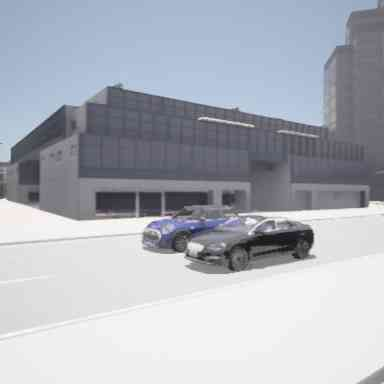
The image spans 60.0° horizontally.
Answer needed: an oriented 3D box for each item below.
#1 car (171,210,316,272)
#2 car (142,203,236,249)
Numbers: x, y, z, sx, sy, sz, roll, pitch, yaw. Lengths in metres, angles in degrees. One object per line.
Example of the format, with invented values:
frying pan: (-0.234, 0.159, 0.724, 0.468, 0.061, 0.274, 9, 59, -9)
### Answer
car: (2.033, 1.510, 10.951, 4.902, 1.511, 2.128, 0, 0, -35)
car: (0.196, 1.371, 13.940, 4.553, 1.767, 2.097, 0, 0, -35)
